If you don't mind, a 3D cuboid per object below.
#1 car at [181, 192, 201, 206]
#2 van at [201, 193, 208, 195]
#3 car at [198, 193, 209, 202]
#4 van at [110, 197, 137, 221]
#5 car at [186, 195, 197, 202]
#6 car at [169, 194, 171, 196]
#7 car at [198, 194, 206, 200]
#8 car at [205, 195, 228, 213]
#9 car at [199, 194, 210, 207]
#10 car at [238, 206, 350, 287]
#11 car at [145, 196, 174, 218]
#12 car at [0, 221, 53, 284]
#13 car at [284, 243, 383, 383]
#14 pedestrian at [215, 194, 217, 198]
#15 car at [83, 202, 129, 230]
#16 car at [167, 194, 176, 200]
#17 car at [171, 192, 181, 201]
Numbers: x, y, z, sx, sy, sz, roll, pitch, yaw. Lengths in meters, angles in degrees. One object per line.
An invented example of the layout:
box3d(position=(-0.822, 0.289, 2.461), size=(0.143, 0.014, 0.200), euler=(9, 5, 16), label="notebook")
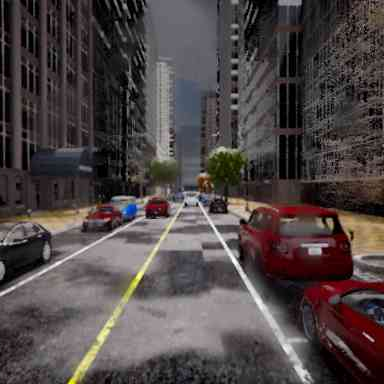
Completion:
box3d(position=(-0.070, 1.053, 51.111), size=(2.150, 2.045, 5.566), euler=(0, 0, 1), label="car")
box3d(position=(2.461, 1.145, 60.008), size=(1.690, 1.788, 3.998), euler=(-1, 0, 0), label="van")
box3d(position=(2.444, 1.085, 71.305), size=(2.192, 1.841, 5.009), euler=(-1, 0, 0), label="car")
box3d(position=(-5.367, 1.253, 26.073), size=(1.690, 1.788, 3.998), euler=(-1, 0, 0), label="van")
box3d(position=(-0.102, 1.306, 68.413), size=(2.033, 1.411, 5.357), euler=(0, 0, 0), label="car")
box3d(position=(-5.417, 1.245, 59.965), size=(1.967, 1.590, 4.097), euler=(-1, 0, 0), label="car")
box3d(position=(2.431, 1.282, 82.603), size=(1.887, 1.381, 4.507), euler=(-1, 0, 0), label="car")
box3d(position=(2.698, 1.387, 35.098), size=(1.837, 1.490, 4.892), euler=(0, 0, 0), label="car")
box3d(position=(2.482, 1.389, 48.711), size=(2.008, 1.369, 4.403), euler=(-1, 0, 0), label="car")
box3d(position=(2.505, 1.283, 9.169), size=(2.192, 1.841, 5.009), euler=(-1, 0, 0), label="car")
box3d(position=(-2.892, 1.379, 29.115), size=(1.882, 1.535, 5.008), euler=(0, 0, 0), label="car")
box3d(position=(-5.339, 1.519, 9.129), size=(2.008, 1.369, 4.403), euler=(-1, 0, 0), label="car")
box3d(position=(2.517, 1.569, 3.522), size=(1.802, 1.307, 4.206), euler=(-1, 0, 0), label="car")
box3d(position=(2.693, 1.166, 38.031), size=(0.375, 1.860, 0.375), euler=(-1, 1, 0), label="pedestrian")
box3d(position=(-5.356, 1.512, 20.426), size=(1.802, 1.307, 4.206), euler=(-1, 0, 0), label="car")
box3d(position=(-5.458, 1.272, 88.208), size=(2.008, 1.369, 4.403), euler=(-1, 0, 0), label="car")
box3d(position=(-2.854, 0.999, 69.683), size=(2.150, 2.045, 5.566), euler=(0, 0, 0), label="car")
